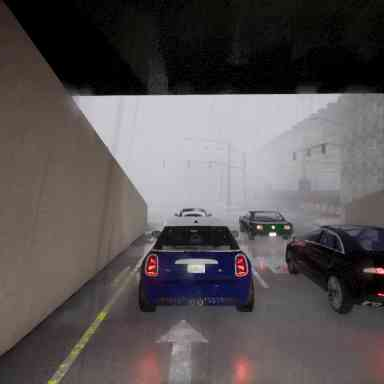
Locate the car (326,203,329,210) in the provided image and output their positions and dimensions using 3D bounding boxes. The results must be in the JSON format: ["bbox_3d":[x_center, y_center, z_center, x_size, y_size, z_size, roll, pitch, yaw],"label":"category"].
[{"bbox_3d":[17.507,1.453,39.360,2.038,1.542,4.974,0,0,45],"label":"car"}]

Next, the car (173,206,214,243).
[{"bbox_3d":[0.065,1.526,16.961,1.812,1.442,4.674,0,0,0],"label":"car"}]

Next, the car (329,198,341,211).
[{"bbox_3d":[17.406,1.453,34.753,2.038,1.542,4.974,0,0,-35],"label":"car"}]

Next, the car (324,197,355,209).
[{"bbox_3d":[17.543,1.295,39.397,1.853,1.218,4.536,0,0,45],"label":"car"}]

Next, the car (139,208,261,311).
[{"bbox_3d":[0.082,1.352,7.910,2.097,1.767,4.553,0,0,0],"label":"car"}]

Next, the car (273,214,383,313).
[{"bbox_3d":[3.581,1.492,7.644,2.128,1.511,4.902,0,0,0],"label":"car"}]

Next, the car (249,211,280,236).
[{"bbox_3d":[3.587,1.601,16.970,1.895,1.301,4.718,0,0,0],"label":"car"}]
